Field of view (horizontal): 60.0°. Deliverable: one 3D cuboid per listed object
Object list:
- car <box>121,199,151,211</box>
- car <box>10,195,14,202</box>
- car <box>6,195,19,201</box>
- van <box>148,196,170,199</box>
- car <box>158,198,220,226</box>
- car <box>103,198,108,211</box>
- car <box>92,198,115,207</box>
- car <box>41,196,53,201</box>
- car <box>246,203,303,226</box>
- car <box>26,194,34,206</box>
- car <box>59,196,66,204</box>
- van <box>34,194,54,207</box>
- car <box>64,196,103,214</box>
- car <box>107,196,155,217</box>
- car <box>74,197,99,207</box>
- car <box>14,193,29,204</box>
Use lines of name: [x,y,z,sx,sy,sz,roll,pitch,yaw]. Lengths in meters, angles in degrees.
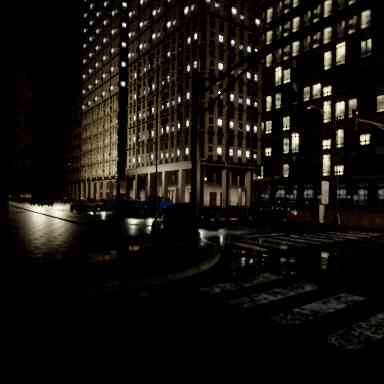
car: [-7.238,1.582,42.386,2.008,1.369,4.403,1,-1,-35]
car: [-36.920,1.395,69.819,1.947,1.339,4.313,1,-1,-35]
car: [-40.183,1.377,74.430,2.008,1.369,4.403,1,-1,-35]
van: [-3.971,1.380,37.778,1.690,1.788,3.998,1,-1,-35]
car: [-0.188,1.424,22.402,1.882,1.535,5.008,1,-1,-36]
car: [-11.783,1.466,38.809,2.033,1.411,5.357,1,-1,-35]
car: [-13.765,1.584,51.607,1.947,1.339,4.313,1,-1,-35]
car: [-36.609,1.568,83.880,1.802,1.307,4.206,1,-1,-35]
car: [5.818,1.503,23.945,1.967,1.590,4.097,1,-1,-35]
car: [-23.867,1.431,51.377,1.802,1.307,4.206,1,-1,-35]
car: [-22.140,1.462,58.952,1.837,1.490,4.892,1,-1,-35]
van: [-20.600,1.196,46.769,1.690,1.788,3.998,1,-1,-35]
car: [-10.814,1.426,32.935,2.008,1.369,4.403,1,-1,-35]
car: [-5.637,1.410,30.105,1.882,1.535,5.008,1,-1,-35]
car: [-16.013,1.515,50.296,2.033,1.411,5.357,1,-1,-36]
car: [-30.390,1.154,60.601,2.192,1.841,5.009,1,-1,-35]
